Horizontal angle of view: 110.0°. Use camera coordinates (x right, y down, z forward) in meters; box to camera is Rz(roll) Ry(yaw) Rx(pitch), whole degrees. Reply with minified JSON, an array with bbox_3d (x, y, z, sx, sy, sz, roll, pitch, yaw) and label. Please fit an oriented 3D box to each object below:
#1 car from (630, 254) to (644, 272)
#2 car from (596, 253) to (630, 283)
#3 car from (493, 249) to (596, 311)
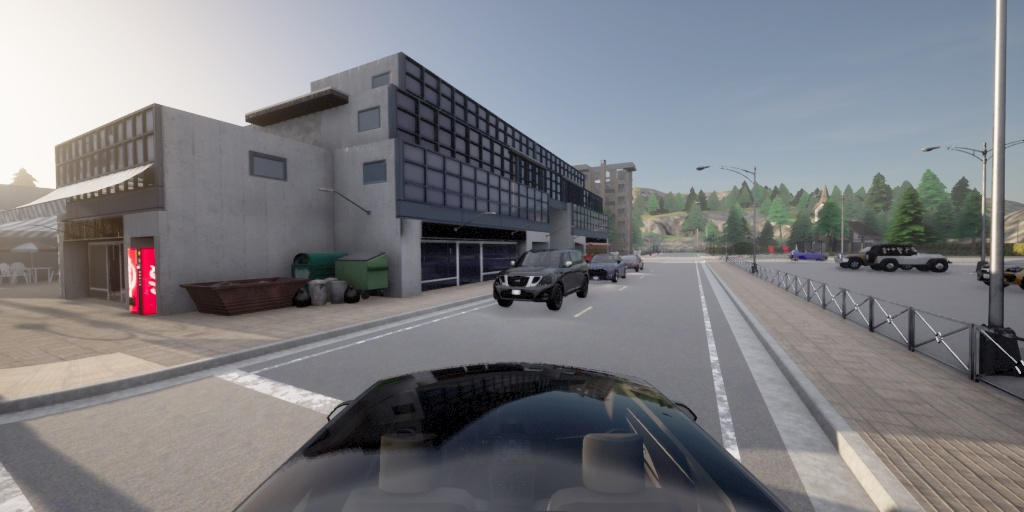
[{"bbox_3d":[10.448,0.581,31.731,1.812,1.442,4.674,0,1,27],"label":"car"},{"bbox_3d":[5.821,0.642,22.604,2.097,1.767,4.553,0,1,27],"label":"car"},{"bbox_3d":[1.377,0.738,13.829,2.150,2.045,5.566,0,1,27],"label":"car"}]
